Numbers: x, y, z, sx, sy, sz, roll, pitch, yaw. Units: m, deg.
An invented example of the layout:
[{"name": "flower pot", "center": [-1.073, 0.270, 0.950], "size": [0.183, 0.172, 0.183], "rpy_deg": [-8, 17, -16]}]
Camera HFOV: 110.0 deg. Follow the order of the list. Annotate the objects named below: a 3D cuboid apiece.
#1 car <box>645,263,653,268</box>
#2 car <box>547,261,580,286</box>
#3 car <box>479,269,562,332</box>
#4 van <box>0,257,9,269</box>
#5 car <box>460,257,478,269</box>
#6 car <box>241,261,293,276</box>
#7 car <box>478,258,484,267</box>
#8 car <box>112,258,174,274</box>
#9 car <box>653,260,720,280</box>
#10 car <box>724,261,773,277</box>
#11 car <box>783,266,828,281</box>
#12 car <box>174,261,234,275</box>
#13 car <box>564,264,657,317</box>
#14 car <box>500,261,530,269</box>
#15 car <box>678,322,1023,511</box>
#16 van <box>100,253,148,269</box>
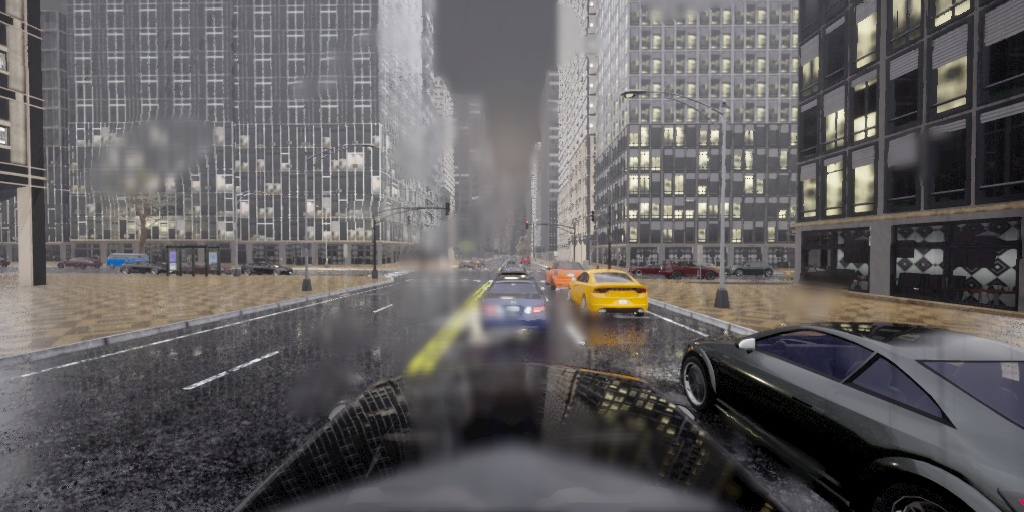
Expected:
[{"name": "car", "center": [15.009, 1.448, 38.766], "size": [4.718, 1.301, 1.895], "rpy_deg": [1, 1, 2]}, {"name": "car", "center": [3.311, 1.091, 22.238], "size": [2.097, 1.767, 4.553], "rpy_deg": [0, 0, 0]}, {"name": "car", "center": [0.084, 1.293, 10.827], "size": [2.033, 1.411, 5.357], "rpy_deg": [0, 0, 1]}, {"name": "van", "center": [-51.201, 0.685, 34.043], "size": [3.998, 1.789, 1.690], "rpy_deg": [0, 0, 1]}, {"name": "car", "center": [-6.692, 1.275, 54.351], "size": [1.994, 1.385, 4.181], "rpy_deg": [0, 0, 0]}, {"name": "car", "center": [-22.791, 1.172, 33.393], "size": [4.313, 1.339, 1.948], "rpy_deg": [0, 0, 1]}, {"name": "car", "center": [-6.680, 1.051, 64.352], "size": [2.097, 1.767, 4.553], "rpy_deg": [0, 0, 0]}, {"name": "car", "center": [-34.157, 1.067, 33.678], "size": [4.313, 1.339, 1.948], "rpy_deg": [0, 0, 1]}, {"name": "car", "center": [16.135, 1.267, 32.940], "size": [5.009, 1.841, 2.192], "rpy_deg": [0, 0, 1]}, {"name": "car", "center": [25.297, 1.290, 38.573], "size": [4.553, 1.767, 2.097], "rpy_deg": [1, 1, 1]}, {"name": "car", "center": [27.583, 1.576, 32.765], "size": [4.829, 1.417, 1.751], "rpy_deg": [0, 0, 1]}, {"name": "car", "center": [-28.476, 1.136, 33.515], "size": [4.207, 1.307, 1.802], "rpy_deg": [0, 0, 1]}, {"name": "car", "center": [3.328, 1.222, 13.233], "size": [1.882, 1.535, 5.008], "rpy_deg": [0, 0, 0]}, {"name": "car", "center": [0.065, 1.231, 20.579], "size": [2.128, 1.511, 4.902], "rpy_deg": [0, 0, 0]}, {"name": "car", "center": [3.337, 1.313, 3.400], "size": [1.994, 1.385, 4.181], "rpy_deg": [0, 0, 1]}, {"name": "van", "center": [-45.364, 0.602, 42.317], "size": [3.998, 1.789, 1.690], "rpy_deg": [0, 0, 1]}]
